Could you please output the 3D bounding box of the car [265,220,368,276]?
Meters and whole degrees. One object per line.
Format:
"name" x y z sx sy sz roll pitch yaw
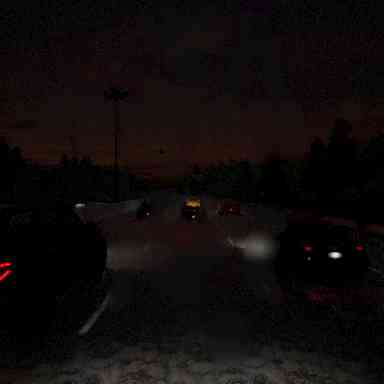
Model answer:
"car" 3.604 1.561 10.364 1.994 1.385 4.181 0 0 0

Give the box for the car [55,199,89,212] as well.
"car" -14.059 1.537 39.433 2.033 1.411 5.357 0 0 0

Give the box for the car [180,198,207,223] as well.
"car" 0.109 1.485 25.168 2.128 1.511 4.902 0 0 0

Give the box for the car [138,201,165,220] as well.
"car" -3.388 1.484 28.155 2.128 1.511 4.902 0 0 0

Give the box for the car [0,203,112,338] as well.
"car" -3.397 1.220 6.752 2.150 2.045 5.566 0 0 0

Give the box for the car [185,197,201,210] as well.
"car" 0.115 1.467 42.959 1.882 1.535 5.008 0 0 0

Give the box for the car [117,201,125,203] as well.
"car" -10.565 1.465 46.155 1.882 1.535 5.008 0 0 0

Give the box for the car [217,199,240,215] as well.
"car" 3.611 1.469 33.235 1.882 1.535 5.008 0 0 0
